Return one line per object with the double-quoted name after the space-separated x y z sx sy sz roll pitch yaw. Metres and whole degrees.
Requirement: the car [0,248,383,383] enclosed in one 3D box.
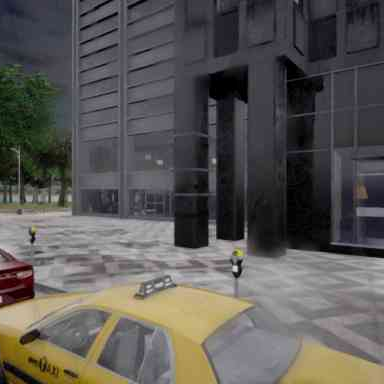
-0.558 1.525 3.361 4.829 1.417 1.752 0 0 36 "car"
